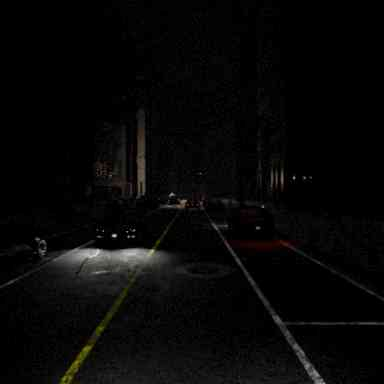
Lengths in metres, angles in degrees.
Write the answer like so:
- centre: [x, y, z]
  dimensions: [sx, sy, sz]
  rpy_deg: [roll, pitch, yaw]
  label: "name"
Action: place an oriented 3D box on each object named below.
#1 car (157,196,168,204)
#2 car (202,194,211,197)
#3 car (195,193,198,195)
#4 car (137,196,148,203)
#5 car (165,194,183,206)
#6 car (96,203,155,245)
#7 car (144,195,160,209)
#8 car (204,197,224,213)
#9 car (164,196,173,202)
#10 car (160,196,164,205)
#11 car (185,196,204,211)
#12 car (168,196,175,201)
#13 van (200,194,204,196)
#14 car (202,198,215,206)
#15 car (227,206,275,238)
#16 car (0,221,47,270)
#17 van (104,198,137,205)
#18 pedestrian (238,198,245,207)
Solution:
- centre: [-5.844, 1.528, 66.243]
  dimensions: [1.967, 1.590, 4.097]
  rpy_deg: [0, 0, 0]
  label: "car"
- centre: [2.677, 1.476, 43.671]
  dimensions: [1.967, 1.590, 4.097]
  rpy_deg: [0, 0, 0]
  label: "car"
- centre: [2.687, 1.490, 88.780]
  dimensions: [2.192, 1.841, 5.009]
  rpy_deg: [0, 0, 0]
  label: "car"
- centre: [-5.851, 1.458, 32.407]
  dimensions: [1.967, 1.590, 4.097]
  rpy_deg: [0, 0, 0]
  label: "car"
- centre: [-3.043, 1.414, 57.274]
  dimensions: [2.097, 1.767, 4.553]
  rpy_deg: [0, 0, 0]
  label: "car"
- centre: [-3.097, 1.500, 15.701]
  dimensions: [1.837, 1.490, 4.892]
  rpy_deg: [0, 0, 0]
  label: "car"
- centre: [-5.848, 1.351, 43.687]
  dimensions: [2.192, 1.841, 5.009]
  rpy_deg: [0, 0, 0]
  label: "car"
- centre: [2.676, 1.571, 38.032]
  dimensions: [1.887, 1.381, 4.507]
  rpy_deg: [0, 0, 0]
  label: "car"
- centre: [-5.847, 1.676, 82.959]
  dimensions: [1.752, 1.417, 4.829]
  rpy_deg: [0, 0, 1]
  label: "car"
- centre: [-5.847, 1.361, 49.326]
  dimensions: [2.192, 1.841, 5.009]
  rpy_deg: [0, 0, 0]
  label: "car"
- centre: [0.083, 1.580, 42.035]
  dimensions: [2.033, 1.411, 5.357]
  rpy_deg: [0, 0, 0]
  label: "car"
- centre: [-5.838, 1.721, 94.272]
  dimensions: [1.752, 1.417, 4.829]
  rpy_deg: [0, 0, 0]
  label: "car"
- centre: [2.680, 1.412, 60.588]
  dimensions: [1.690, 1.788, 3.998]
  rpy_deg: [0, 0, 0]
  label: "van"
- centre: [2.679, 1.622, 54.949]
  dimensions: [1.947, 1.339, 4.313]
  rpy_deg: [0, 0, 0]
  label: "car"
- centre: [3.004, 1.475, 17.602]
  dimensions: [1.882, 1.535, 5.008]
  rpy_deg: [0, 0, 0]
  label: "car"
- centre: [-5.855, 1.562, 9.850]
  dimensions: [1.947, 1.339, 4.313]
  rpy_deg: [0, 0, 0]
  label: "car"
- centre: [-5.852, 1.350, 26.768]
  dimensions: [1.690, 1.788, 3.998]
  rpy_deg: [0, 0, 0]
  label: "van"
- centre: [3.004, 1.292, 20.606]
  dimensions: [0.375, 1.860, 0.375]
  rpy_deg: [0, 0, -15]
  label: "pedestrian"
